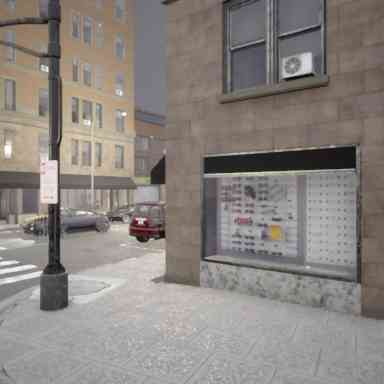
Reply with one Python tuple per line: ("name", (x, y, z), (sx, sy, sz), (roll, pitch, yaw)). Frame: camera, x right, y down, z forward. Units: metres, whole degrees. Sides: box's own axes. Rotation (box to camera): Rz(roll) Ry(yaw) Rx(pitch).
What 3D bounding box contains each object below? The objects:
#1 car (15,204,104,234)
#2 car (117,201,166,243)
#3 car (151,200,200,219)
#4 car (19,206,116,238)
("car", (-7.771, 1.519, 20.076), (1.752, 1.417, 4.829), (0, 0, 35))
("car", (-0.691, 1.305, 15.322), (2.192, 1.841, 5.009), (0, 0, 35))
("car", (-1.311, 1.495, 29.359), (1.752, 1.417, 4.829), (0, 0, 35))
("car", (-6.390, 1.560, 17.374), (1.994, 1.385, 4.181), (0, 0, 38))
